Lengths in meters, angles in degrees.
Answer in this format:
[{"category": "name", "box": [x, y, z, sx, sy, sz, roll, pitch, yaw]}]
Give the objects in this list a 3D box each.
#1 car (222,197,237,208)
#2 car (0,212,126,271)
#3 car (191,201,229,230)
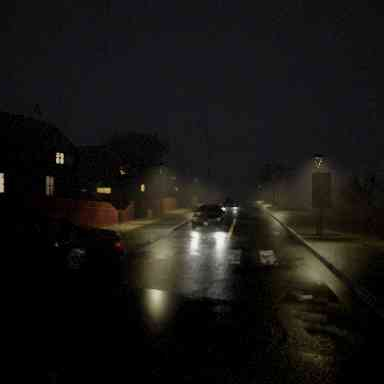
[{"category": "car", "box": [5.474, 1.478, 48.305, 1.837, 1.490, 4.892, 0, -1, 9]}, {"category": "car", "box": [-4.616, 1.303, 9.355, 5.357, 1.411, 2.033, 5, 0, -20]}, {"category": "car", "box": [1.149, 1.518, 21.035, 1.812, 1.442, 4.674, 0, 0, 9]}]
